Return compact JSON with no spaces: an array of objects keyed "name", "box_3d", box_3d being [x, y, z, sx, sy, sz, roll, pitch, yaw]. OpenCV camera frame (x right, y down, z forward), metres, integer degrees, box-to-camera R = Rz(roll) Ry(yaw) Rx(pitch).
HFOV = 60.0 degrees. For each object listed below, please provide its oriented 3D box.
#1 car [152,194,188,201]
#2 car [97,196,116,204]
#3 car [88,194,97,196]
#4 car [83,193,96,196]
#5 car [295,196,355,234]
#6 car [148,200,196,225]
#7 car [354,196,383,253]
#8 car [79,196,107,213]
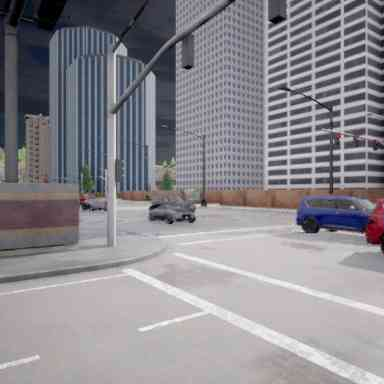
[{"name":"car","box_3d":[-1.861,1.221,30.871,2.150,2.045,5.566,0,0,-35]},{"name":"car","box_3d":[-16.571,1.547,64.210,2.033,1.411,5.357,0,0,-34]},{"name":"car","box_3d":[-12.202,1.478,45.568,1.882,1.535,5.008,0,0,-35]},{"name":"car","box_3d":[-19.163,1.222,61.829,2.150,2.045,5.566,0,0,-35]},{"name":"car","box_3d":[7.961,1.223,16.931,2.150,2.045,5.566,0,0,-35]},{"name":"car","box_3d":[-1.504,1.562,24.283,1.994,1.385,4.181,0,0,-35]},{"name":"car","box_3d":[8.380,1.221,10.259,2.150,2.045,5.566,0,0,-35]},{"name":"car","box_3d":[-11.027,1.505,37.800,1.837,1.490,4.892,0,0,-35]}]
